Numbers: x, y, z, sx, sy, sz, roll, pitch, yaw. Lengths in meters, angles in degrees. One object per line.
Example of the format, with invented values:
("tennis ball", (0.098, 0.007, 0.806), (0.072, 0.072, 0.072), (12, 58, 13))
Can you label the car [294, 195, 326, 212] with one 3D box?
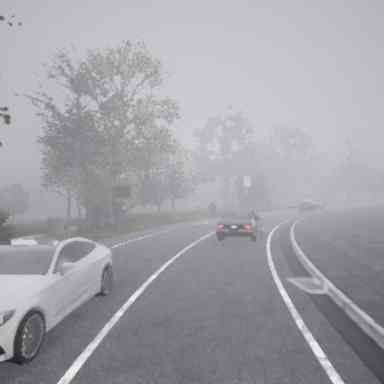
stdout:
("car", (14.120, 1.491, 39.010), (1.812, 1.442, 4.674), (-5, -2, 39))

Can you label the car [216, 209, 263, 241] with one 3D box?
("car", (2.550, 1.591, 17.045), (2.033, 1.411, 5.357), (-1, -1, 16))

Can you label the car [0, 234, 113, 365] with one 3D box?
("car", (-2.864, 1.557, 6.065), (1.812, 1.442, 4.674), (0, 0, 6))

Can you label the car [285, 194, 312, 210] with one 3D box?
("car", (14.687, 1.360, 44.926), (2.150, 2.045, 5.566), (-6, -3, 44))
